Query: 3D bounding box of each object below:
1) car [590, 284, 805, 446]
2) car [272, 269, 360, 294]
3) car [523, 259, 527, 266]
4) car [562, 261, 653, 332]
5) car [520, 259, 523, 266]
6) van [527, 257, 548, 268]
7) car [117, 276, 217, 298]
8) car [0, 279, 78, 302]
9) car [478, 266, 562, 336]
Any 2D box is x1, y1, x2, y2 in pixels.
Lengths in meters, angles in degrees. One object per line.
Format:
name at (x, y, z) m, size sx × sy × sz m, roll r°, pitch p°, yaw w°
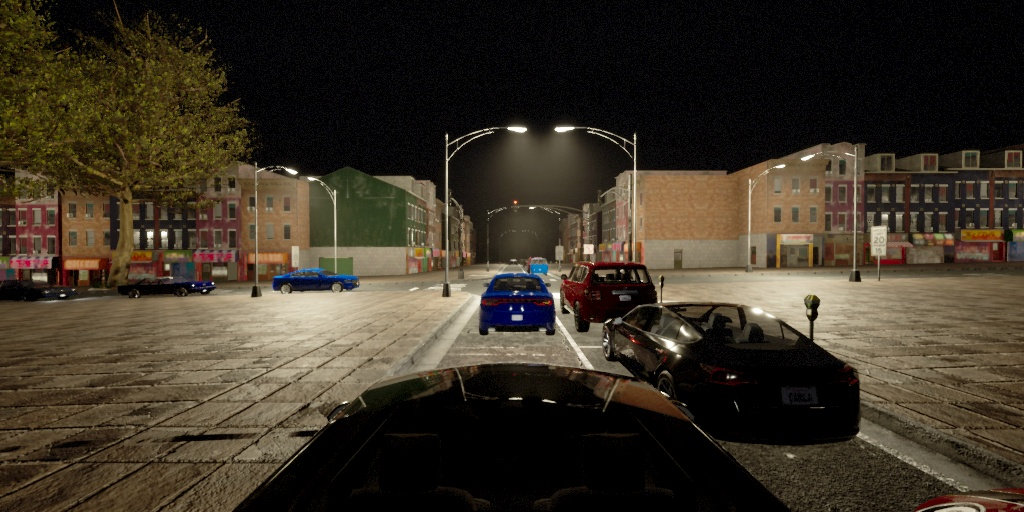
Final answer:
car at (2.648, 1.315, 5.356) m, size 1.948 × 1.339 × 4.313 m, roll 0°, pitch 0°, yaw 0°
car at (-12.234, 1.542, 22.547) m, size 5.008 × 1.535 × 1.882 m, roll -2°, pitch 1°, yaw -1°
car at (2.793, 1.085, 42.524) m, size 2.192 × 1.841 × 5.009 m, roll 0°, pitch 0°, yaw 0°
car at (2.669, 1.064, 10.758) m, size 2.192 × 1.841 × 5.009 m, roll 0°, pitch 0°, yaw 0°
car at (2.877, 1.358, 64.150) m, size 2.007 × 1.370 × 4.403 m, roll 0°, pitch 0°, yaw 0°
van at (2.772, 1.105, 37.119) m, size 1.690 × 1.789 × 3.998 m, roll 0°, pitch 0°, yaw 0°
car at (-21.565, 1.940, 22.579) m, size 4.718 × 1.301 × 1.895 m, roll -2°, pitch 1°, yaw 0°
car at (-30.965, 2.181, 22.613) m, size 5.357 × 1.411 × 2.033 m, roll -2°, pitch 1°, yaw 1°
car at (0.147, 1.227, 10.482) m, size 1.882 × 1.535 × 5.008 m, roll 0°, pitch 0°, yaw 1°
